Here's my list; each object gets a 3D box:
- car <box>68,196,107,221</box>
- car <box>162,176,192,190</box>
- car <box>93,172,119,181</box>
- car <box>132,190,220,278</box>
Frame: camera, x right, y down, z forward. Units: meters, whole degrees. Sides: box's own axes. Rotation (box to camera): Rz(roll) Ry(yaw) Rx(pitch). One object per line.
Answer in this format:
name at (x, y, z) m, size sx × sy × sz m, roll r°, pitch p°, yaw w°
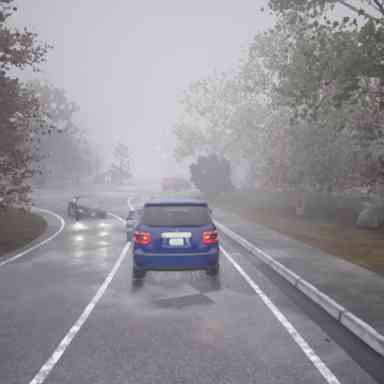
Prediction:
car at (-7.091, 0.996, 22.238) m, size 1.812 × 1.442 × 4.674 m, roll -2°, pitch 4°, yaw -28°
car at (-2.083, -1.174, 46.546) m, size 2.150 × 2.045 × 5.566 m, roll 2°, pitch 5°, yaw 27°
car at (-19.177, -3.402, 74.449) m, size 5.566 × 2.045 × 2.150 m, roll 0°, pitch 5°, yaw 1°
car at (-0.512, 1.132, 10.118) m, size 2.150 × 2.045 × 5.566 m, roll 0°, pitch 2°, yaw -4°
